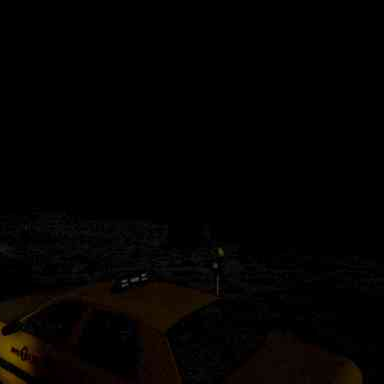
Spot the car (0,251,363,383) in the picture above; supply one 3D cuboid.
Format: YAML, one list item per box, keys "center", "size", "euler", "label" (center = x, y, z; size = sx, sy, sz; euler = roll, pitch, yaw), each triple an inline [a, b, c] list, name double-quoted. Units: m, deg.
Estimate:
- center: [-0.822, 1.525, 3.552]
  size: [4.829, 1.417, 1.752]
  euler: [0, 0, 36]
  label: "car"
